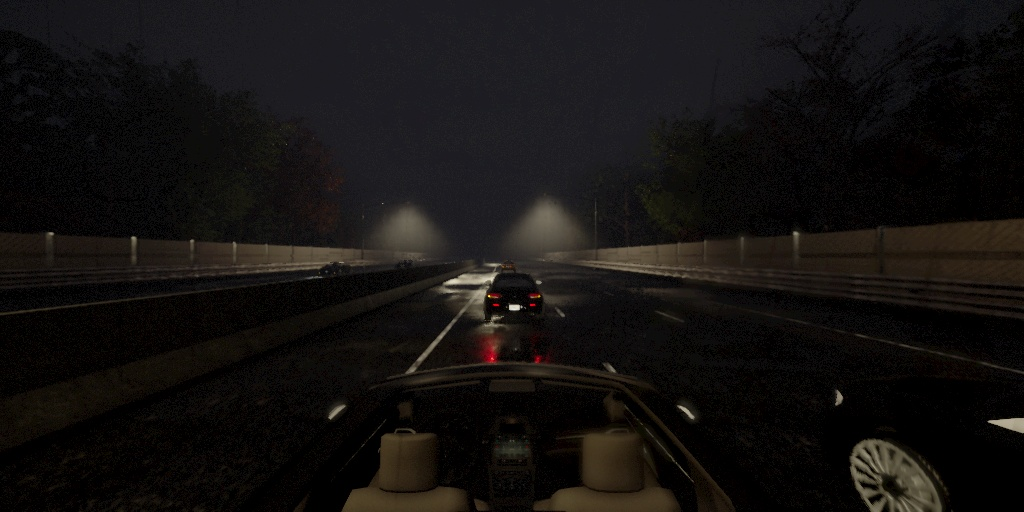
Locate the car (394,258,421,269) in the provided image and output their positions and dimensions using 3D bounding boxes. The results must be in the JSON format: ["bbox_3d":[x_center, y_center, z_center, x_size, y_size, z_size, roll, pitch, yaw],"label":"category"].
[{"bbox_3d":[-10.881,0.929,37.446,1.994,1.385,4.181,0,0,-1],"label":"car"}]

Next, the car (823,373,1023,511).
[{"bbox_3d":[3.592,1.241,1.071,2.128,1.511,4.902,0,0,0],"label":"car"}]

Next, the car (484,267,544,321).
[{"bbox_3d":[0.053,1.279,12.348,1.812,1.442,4.674,0,0,0],"label":"car"}]

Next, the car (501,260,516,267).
[{"bbox_3d":[-0.448,1.221,44.580,1.801,1.575,5.366,0,0,-1],"label":"car"}]

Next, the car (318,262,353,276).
[{"bbox_3d":[-17.873,1.325,36.515,1.994,1.385,4.181,0,0,-1],"label":"car"}]
